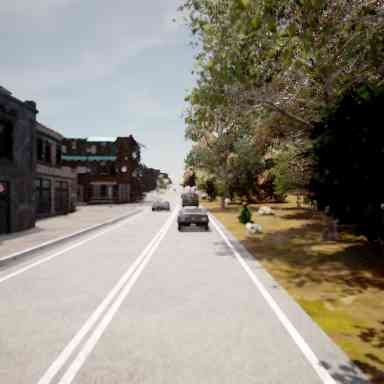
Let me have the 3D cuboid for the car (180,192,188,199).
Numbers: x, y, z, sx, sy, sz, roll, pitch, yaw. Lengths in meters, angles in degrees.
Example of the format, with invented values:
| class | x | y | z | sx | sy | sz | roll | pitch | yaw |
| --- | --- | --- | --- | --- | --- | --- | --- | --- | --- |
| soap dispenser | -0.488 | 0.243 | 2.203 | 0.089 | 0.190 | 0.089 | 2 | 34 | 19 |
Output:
| class | x | y | z | sx | sy | sz | roll | pitch | yaw |
| --- | --- | --- | --- | --- | --- | --- | --- | --- | --- |
| car | -2.097 | 0.867 | 86.739 | 1.837 | 1.490 | 4.892 | 0 | 1 | -3 |

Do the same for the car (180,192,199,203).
| class | x | y | z | sx | sy | sz | roll | pitch | yaw |
| --- | --- | --- | --- | --- | --- | --- | --- | --- | --- |
| car | -0.246 | 1.171 | 42.693 | 2.150 | 2.045 | 5.566 | 0 | 0 | -1 |

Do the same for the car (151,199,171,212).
| class | x | y | z | sx | sy | sz | roll | pitch | yaw |
| --- | --- | --- | --- | --- | --- | --- | --- | --- | --- |
| car | -3.494 | 1.554 | 38.215 | 1.994 | 1.385 | 4.181 | 0 | 0 | -1 |

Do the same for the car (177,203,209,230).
| class | x | y | z | sx | sy | sz | roll | pitch | yaw |
| --- | --- | --- | --- | --- | --- | --- | --- | --- | --- |
| car | 0.051 | 1.593 | 21.242 | 1.895 | 1.301 | 4.718 | 0 | 0 | 0 |
